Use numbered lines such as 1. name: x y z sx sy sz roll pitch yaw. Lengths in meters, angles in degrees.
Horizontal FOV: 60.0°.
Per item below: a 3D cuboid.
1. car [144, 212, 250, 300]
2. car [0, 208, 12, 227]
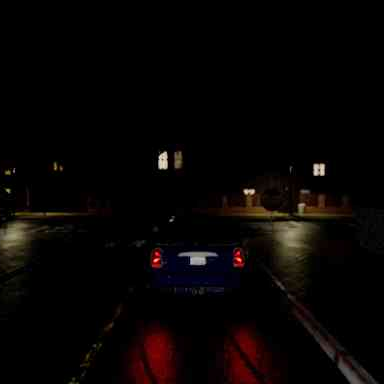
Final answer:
1. car: 0.055 1.300 8.405 2.097 1.767 4.553 0 0 -2
2. car: -13.481 1.130 19.190 5.566 2.045 2.150 1 2 2
